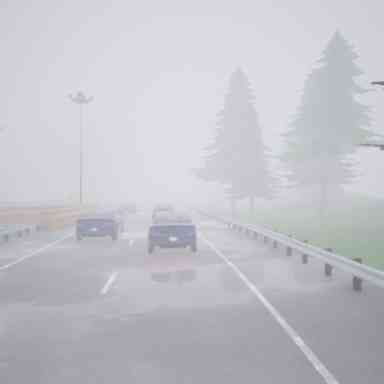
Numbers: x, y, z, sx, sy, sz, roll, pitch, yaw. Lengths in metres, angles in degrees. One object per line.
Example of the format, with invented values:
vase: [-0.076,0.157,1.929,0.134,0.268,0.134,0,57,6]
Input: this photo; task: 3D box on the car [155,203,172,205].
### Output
car: [-2.422,1.633,28.087,1.882,1.535,5.008,0,0,-7]

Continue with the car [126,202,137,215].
car: [-7.119,1.807,36.907,1.895,1.301,4.718,0,0,-8]

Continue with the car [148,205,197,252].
car: [-0.894,1.557,14.466,1.882,1.535,5.008,0,0,-5]

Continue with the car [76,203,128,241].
car: [-4.720,1.581,17.596,1.882,1.535,5.008,0,0,-6]
